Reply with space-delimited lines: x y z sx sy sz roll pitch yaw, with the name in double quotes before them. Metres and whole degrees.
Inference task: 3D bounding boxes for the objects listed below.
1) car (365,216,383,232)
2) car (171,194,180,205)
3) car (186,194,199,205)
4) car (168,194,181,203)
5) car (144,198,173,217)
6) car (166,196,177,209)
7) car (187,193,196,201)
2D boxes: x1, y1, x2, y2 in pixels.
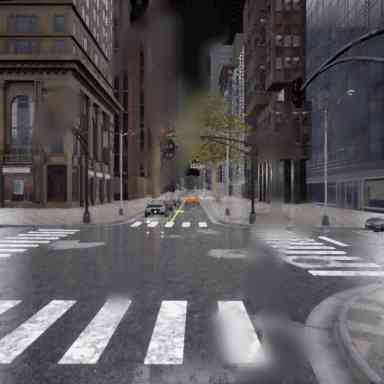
"car" 11.910 1.632 18.363 4.403 1.369 2.008 0 0 0
"car" -3.143 1.393 49.439 1.895 1.301 4.718 0 0 0
"car" 0.049 1.102 54.488 2.097 1.767 4.553 0 0 -2
"car" -3.107 1.192 59.835 2.128 1.511 4.902 0 1 1
"car" -3.128 1.490 30.310 1.994 1.385 4.181 0 0 0
"car" -3.136 1.470 39.103 1.895 1.301 4.718 0 0 0
"car" -0.028 1.063 70.686 1.882 1.535 5.008 0 1 0
